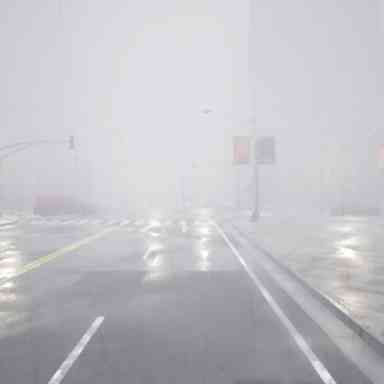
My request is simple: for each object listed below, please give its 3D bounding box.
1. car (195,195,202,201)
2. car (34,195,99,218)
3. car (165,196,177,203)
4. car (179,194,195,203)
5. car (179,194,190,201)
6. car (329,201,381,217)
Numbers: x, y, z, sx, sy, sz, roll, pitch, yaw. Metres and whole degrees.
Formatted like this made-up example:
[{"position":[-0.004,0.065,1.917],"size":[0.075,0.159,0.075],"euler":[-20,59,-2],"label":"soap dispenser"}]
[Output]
[{"position":[1.301,1.453,86.275],"size":[1.882,1.535,5.008],"euler":[0,0,9],"label":"car"},{"position":[-11.247,1.324,29.915],"size":[5.566,2.045,2.150],"euler":[0,0,0],"label":"car"},{"position":[-4.422,1.504,71.404],"size":[1.812,1.442,4.674],"euler":[0,0,9],"label":"car"},{"position":[-1.215,1.520,70.881],"size":[2.033,1.411,5.357],"euler":[0,0,9],"label":"car"},{"position":[-1.901,1.330,86.829],"size":[2.097,1.767,4.553],"euler":[0,0,9],"label":"car"},{"position":[14.658,1.539,30.013],"size":[4.181,1.385,1.994],"euler":[0,0,0],"label":"car"}]
